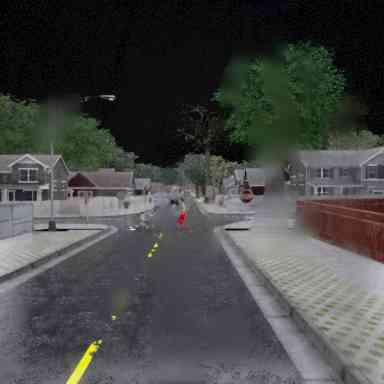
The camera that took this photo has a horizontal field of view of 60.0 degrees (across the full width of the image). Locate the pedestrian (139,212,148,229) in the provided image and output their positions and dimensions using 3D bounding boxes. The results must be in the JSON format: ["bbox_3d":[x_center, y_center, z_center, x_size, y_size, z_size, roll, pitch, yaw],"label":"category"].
[{"bbox_3d":[-2.976,1.669,20.283,0.500,1.100,0.500,0,0,-1],"label":"pedestrian"}]

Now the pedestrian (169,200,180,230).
[{"bbox_3d":[-1.014,1.289,19.095,0.375,1.860,0.375,0,0,-1],"label":"pedestrian"}]

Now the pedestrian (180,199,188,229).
[{"bbox_3d":[-0.570,1.289,19.703,0.375,1.860,0.375,0,0,-1],"label":"pedestrian"}]

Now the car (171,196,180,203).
[{"bbox_3d":[-3.385,1.496,69.237,1.812,1.442,4.674,0,0,-1],"label":"car"}]

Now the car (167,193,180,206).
[{"bbox_3d":[-3.332,1.202,55.742,2.150,2.045,5.566,0,0,1],"label":"car"}]

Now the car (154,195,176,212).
[{"bbox_3d":[-3.247,1.465,38.638,1.882,1.535,5.008,0,0,1],"label":"car"}]
